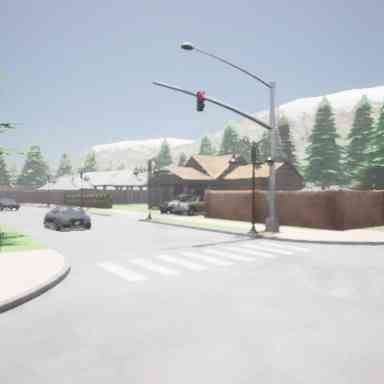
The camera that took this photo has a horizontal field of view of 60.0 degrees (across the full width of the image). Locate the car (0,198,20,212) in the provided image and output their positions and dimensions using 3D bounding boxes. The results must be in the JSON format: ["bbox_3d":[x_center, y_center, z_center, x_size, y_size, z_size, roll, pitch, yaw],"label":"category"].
[{"bbox_3d":[-22.170,1.455,39.887,2.033,1.411,5.357,0,0,-40],"label":"car"}]

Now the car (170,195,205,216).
[{"bbox_3d":[0.644,1.202,30.767,4.605,1.855,1.932,0,0,-37],"label":"car"}]

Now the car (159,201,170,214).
[{"bbox_3d":[-1.174,1.203,32.546,3.866,1.878,1.905,0,0,-37],"label":"car"}]

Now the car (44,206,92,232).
[{"bbox_3d":[-7.674,1.565,20.445,1.994,1.385,4.181,0,0,-37],"label":"car"}]
